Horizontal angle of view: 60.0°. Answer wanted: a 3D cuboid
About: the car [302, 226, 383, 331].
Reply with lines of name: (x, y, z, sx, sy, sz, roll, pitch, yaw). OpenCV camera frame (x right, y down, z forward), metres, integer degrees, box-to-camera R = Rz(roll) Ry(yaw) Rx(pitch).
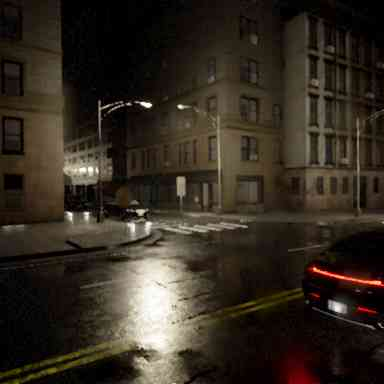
car: (4.121, 1.403, 6.260, 4.892, 1.490, 1.837, -1, 1, -35)

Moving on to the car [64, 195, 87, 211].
car: (-12.250, 1.061, 33.808, 1.882, 1.535, 5.008, -1, 2, -37)

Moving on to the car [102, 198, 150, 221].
car: (-4.860, 1.185, 24.030, 2.128, 1.511, 4.902, -1, 1, -37)
